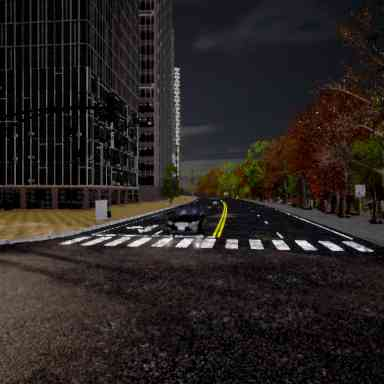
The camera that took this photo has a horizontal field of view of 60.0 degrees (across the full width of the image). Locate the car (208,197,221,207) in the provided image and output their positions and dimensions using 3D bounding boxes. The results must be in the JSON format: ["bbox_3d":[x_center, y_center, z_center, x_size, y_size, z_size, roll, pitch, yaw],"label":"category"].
[{"bbox_3d":[3.610,1.497,52.335,2.128,1.511,4.902,0,0,6],"label":"car"}]

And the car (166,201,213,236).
[{"bbox_3d":[-0.193,1.501,18.677,2.128,1.511,4.902,0,0,8],"label":"car"}]
